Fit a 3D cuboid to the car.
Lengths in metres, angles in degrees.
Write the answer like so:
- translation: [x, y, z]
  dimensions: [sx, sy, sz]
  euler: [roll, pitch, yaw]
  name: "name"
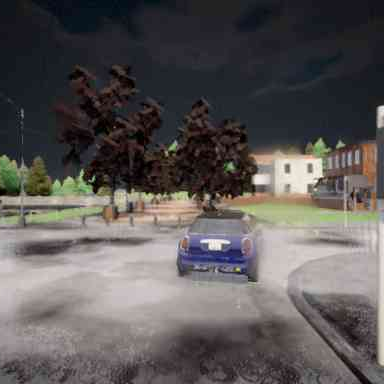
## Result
- translation: [1.102, 1.374, 10.281]
  dimensions: [2.097, 1.767, 4.553]
  euler: [0, 0, 15]
  name: "car"
